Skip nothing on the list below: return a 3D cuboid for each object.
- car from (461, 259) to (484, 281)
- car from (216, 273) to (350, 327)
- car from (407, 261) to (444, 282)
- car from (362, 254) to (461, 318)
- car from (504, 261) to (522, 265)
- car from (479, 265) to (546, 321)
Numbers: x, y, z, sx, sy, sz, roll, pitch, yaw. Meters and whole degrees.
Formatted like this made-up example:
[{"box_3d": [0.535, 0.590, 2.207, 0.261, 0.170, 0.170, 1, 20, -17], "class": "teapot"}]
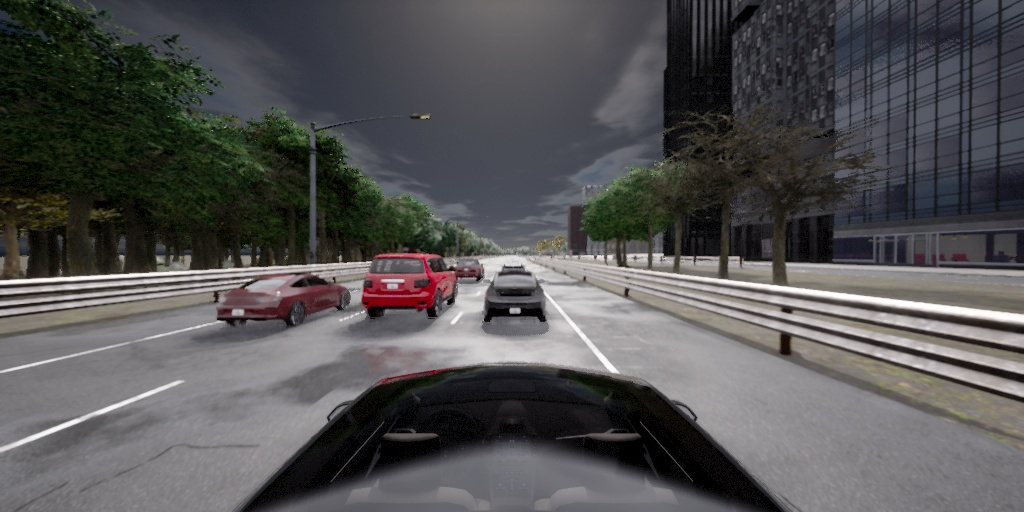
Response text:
[{"box_3d": [-3.399, 1.028, 28.896, 2.097, 1.767, 4.553, 0, 0, 0], "class": "car"}, {"box_3d": [-6.909, 1.252, 11.351, 1.812, 1.442, 4.674, 0, 0, 0], "class": "car"}, {"box_3d": [-6.898, 1.180, 29.265, 1.837, 1.490, 4.892, 0, 0, 0], "class": "car"}, {"box_3d": [-3.404, 0.945, 12.920, 2.150, 2.045, 5.566, 0, 0, 0], "class": "car"}, {"box_3d": [0.102, 1.167, 29.125, 2.128, 1.511, 4.902, 0, 0, 0], "class": "car"}, {"box_3d": [0.092, 1.231, 12.292, 1.837, 1.490, 4.892, 0, 1, 0], "class": "car"}]
